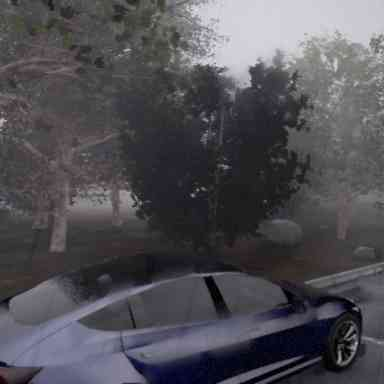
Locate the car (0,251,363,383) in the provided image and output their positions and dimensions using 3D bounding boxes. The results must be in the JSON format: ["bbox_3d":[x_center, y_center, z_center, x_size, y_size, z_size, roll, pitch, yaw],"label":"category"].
[{"bbox_3d":[0.086,1.511,4.097,4.792,1.488,2.163,0,1,-33],"label":"car"}]
